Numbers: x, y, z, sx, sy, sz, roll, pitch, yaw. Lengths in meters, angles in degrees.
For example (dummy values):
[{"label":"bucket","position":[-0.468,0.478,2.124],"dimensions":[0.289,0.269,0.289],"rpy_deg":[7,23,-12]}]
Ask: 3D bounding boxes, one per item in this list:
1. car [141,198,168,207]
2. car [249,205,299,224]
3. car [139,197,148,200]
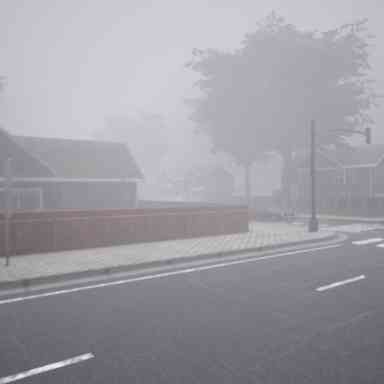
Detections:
[{"label":"car","position":[-4.467,1.797,42.348],"dimensions":[1.994,1.385,4.181],"rpy_deg":[-1,0,-30]},{"label":"car","position":[5.876,1.698,25.851],"dimensions":[1.895,1.301,4.718],"rpy_deg":[-1,0,-33]},{"label":"car","position":[-8.258,1.642,54.946],"dimensions":[2.097,1.767,4.553],"rpy_deg":[-1,0,-28]}]
